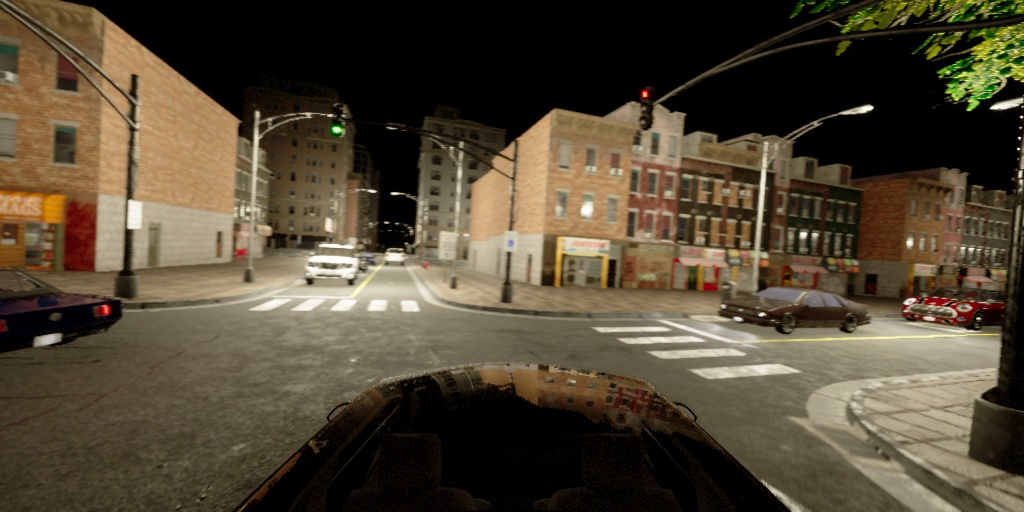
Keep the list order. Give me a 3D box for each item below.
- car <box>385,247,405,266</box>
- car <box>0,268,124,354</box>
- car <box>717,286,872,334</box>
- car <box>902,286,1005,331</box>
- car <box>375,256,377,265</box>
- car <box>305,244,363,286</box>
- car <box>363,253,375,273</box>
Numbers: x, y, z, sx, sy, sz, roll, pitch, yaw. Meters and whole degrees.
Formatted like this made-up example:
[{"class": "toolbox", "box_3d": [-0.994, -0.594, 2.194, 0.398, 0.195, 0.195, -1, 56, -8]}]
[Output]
[{"class": "car", "box_3d": [-14.520, 0.082, 44.535, 2.150, 2.045, 5.566, 3, 0, -18]}, {"class": "car", "box_3d": [-8.913, 0.775, 5.200, 4.718, 1.301, 1.895, 4, 1, 0]}, {"class": "car", "box_3d": [9.912, 1.804, 12.500, 5.357, 1.411, 2.033, 3, 1, -18]}, {"class": "car", "box_3d": [19.639, 2.150, 15.704, 4.553, 1.767, 2.097, 3, 1, -18]}, {"class": "car", "box_3d": [-15.739, 0.360, 38.754, 1.994, 1.385, 4.181, 3, 0, -18]}, {"class": "car", "box_3d": [-9.524, 0.387, 19.401, 2.150, 2.045, 5.566, 3, 0, -21]}, {"class": "car", "box_3d": [-12.658, 0.526, 29.158, 2.033, 1.411, 5.357, 3, 0, -18]}]
